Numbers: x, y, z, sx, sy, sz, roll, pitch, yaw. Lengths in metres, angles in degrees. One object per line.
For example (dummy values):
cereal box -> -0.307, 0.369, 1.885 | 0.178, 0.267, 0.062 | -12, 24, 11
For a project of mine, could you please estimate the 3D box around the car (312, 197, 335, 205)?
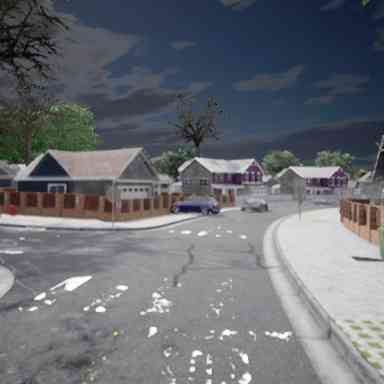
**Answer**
car -> 21.209, 1.457, 53.582 | 4.718, 1.301, 1.895 | 0, 1, -44

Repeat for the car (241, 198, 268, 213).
car -> 6.597, 1.352, 34.688 | 1.812, 1.442, 4.674 | 1, 1, 28

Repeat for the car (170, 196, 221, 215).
car -> 0.224, 1.147, 30.088 | 4.553, 1.767, 2.097 | 0, 0, 31
